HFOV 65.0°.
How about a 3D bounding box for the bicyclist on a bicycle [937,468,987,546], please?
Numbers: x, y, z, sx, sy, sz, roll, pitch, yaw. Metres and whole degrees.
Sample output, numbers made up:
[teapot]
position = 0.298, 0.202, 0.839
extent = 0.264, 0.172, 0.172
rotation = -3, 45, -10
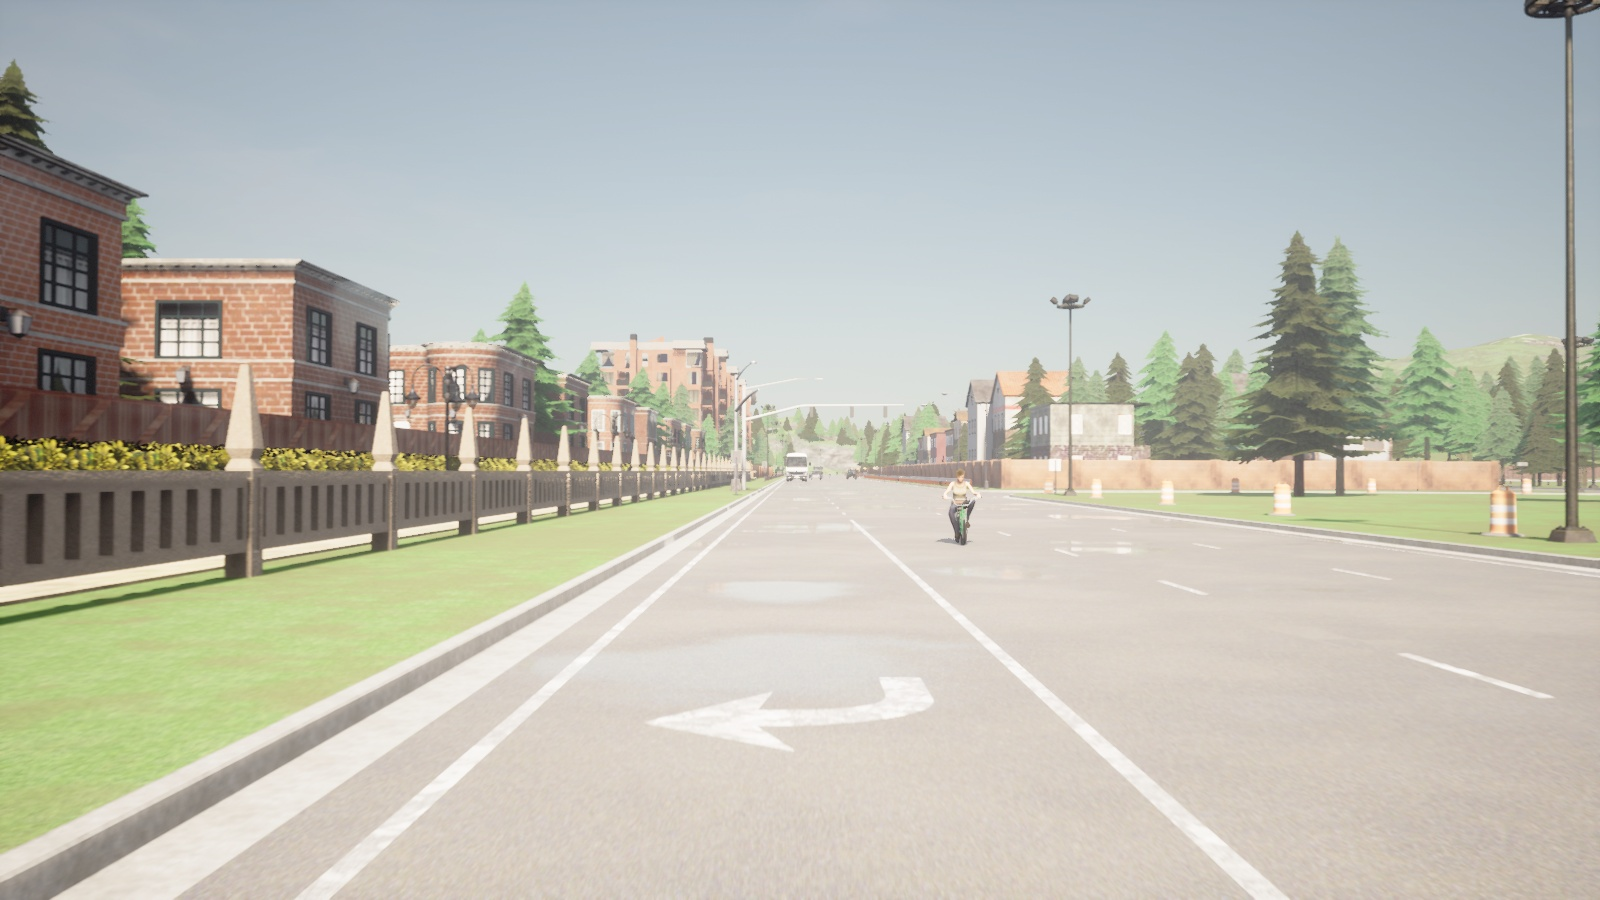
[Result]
[bicyclist on a bicycle]
position = 3.439, 1.185, 26.754
extent = 0.866, 1.612, 1.509
rotation = 0, -1, 0
